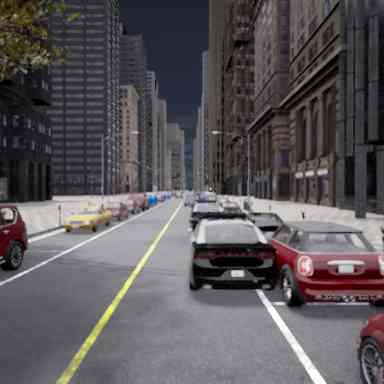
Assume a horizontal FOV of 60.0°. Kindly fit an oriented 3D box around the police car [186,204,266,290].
[{"bbox_3d":[0.874,1.359,9.019,1.930,1.638,5.238,0,0,0],"label":"police car"}]

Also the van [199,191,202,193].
[{"bbox_3d":[2.588,0.923,58.956,1.690,1.788,3.998,0,0,0],"label":"van"}]

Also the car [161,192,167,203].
[{"bbox_3d":[-5.936,1.163,58.923,1.802,1.307,4.206,0,0,0],"label":"car"}]

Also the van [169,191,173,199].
[{"bbox_3d":[-5.987,0.808,75.953,1.690,1.788,3.998,0,0,0],"label":"van"}]

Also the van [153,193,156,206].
[{"bbox_3d":[-5.886,1.039,41.890,1.690,1.788,3.998,0,0,0],"label":"van"}]

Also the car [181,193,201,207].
[{"bbox_3d":[-0.113,1.221,45.496,2.033,1.411,5.357,0,0,0],"label":"car"}]

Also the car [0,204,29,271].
[{"bbox_3d":[-5.786,1.256,7.825,2.192,1.841,5.009,0,0,0],"label":"car"}]

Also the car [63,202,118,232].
[{"bbox_3d":[-5.819,1.385,19.012,1.752,1.417,4.829,0,0,0],"label":"car"}]

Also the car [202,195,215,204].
[{"bbox_3d":[2.605,1.165,53.280,1.887,1.381,4.507,0,0,0],"label":"car"}]

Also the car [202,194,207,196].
[{"bbox_3d":[2.639,1.250,41.926,2.008,1.369,4.403,0,0,0],"label":"car"}]

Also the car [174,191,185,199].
[{"bbox_3d":[-3.245,0.942,83.474,1.812,1.442,4.674,0,0,0],"label":"car"}]

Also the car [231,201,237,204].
[{"bbox_3d":[2.689,1.370,24.893,2.008,1.369,4.403,0,0,0],"label":"car"}]

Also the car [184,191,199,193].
[{"bbox_3d":[-0.184,1.060,62.807,1.837,1.490,4.892,0,0,0],"label":"car"}]

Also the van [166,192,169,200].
[{"bbox_3d":[-5.954,0.884,64.599,1.690,1.788,3.998,0,0,0],"label":"van"}]

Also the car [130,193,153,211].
[{"bbox_3d":[-5.870,1.053,36.212,2.192,1.841,5.009,0,0,0],"label":"car"}]

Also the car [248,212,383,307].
[{"bbox_3d":[2.739,1.382,7.860,1.967,1.590,4.097,0,0,0],"label":"car"}]

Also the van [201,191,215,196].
[{"bbox_3d":[2.622,1.001,47.602,1.690,1.788,3.998,0,0,0],"label":"van"}]

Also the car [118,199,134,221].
[{"bbox_3d":[-5.836,1.400,24.860,1.802,1.307,4.206,0,0,0],"label":"car"}]

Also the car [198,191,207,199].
[{"bbox_3d":[2.521,0.745,81.666,2.192,1.841,5.009,0,0,0],"label":"car"}]

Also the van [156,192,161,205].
[{"bbox_3d":[-5.903,1.000,47.567,1.690,1.788,3.998,0,0,0],"label":"van"}]

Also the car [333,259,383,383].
[{"bbox_3d":[2.756,1.565,2.183,1.802,1.307,4.206,0,0,0],"label":"car"}]

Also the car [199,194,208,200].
[{"bbox_3d":[2.538,1.049,75.990,1.802,1.307,4.206,0,0,0],"label":"car"}]

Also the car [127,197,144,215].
[{"bbox_3d":[-5.853,1.360,30.537,1.802,1.307,4.206,0,0,0],"label":"car"}]

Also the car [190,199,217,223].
[{"bbox_3d":[0.763,1.325,24.910,1.837,1.490,4.892,0,0,0],"label":"car"}]

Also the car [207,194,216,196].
[{"bbox_3d":[2.672,1.219,30.569,1.967,1.590,4.097,0,0,0],"label":"car"}]

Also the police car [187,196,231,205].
[{"bbox_3d":[0.845,1.286,19.019,1.930,1.638,5.238,0,0,0],"label":"police car"}]

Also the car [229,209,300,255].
[{"bbox_3d":[2.723,1.466,13.539,1.947,1.339,4.313,0,0,0],"label":"car"}]
